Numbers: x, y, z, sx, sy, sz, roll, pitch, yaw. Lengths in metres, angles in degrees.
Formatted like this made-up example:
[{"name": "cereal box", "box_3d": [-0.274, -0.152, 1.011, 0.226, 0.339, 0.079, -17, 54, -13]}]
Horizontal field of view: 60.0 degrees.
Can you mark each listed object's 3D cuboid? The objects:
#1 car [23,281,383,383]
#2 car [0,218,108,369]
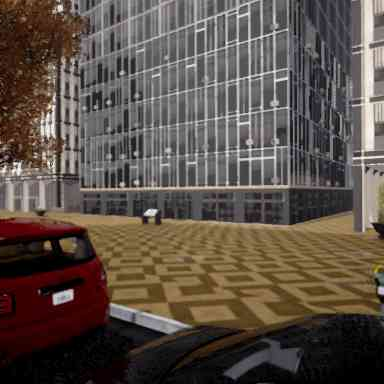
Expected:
[{"name": "car", "box_3d": [1.024, 1.567, 2.146, 4.313, 1.339, 1.947, 0, 0, 35]}, {"name": "car", "box_3d": [-3.481, 1.346, 5.344, 5.009, 1.841, 2.192, 0, 0, 35]}]
